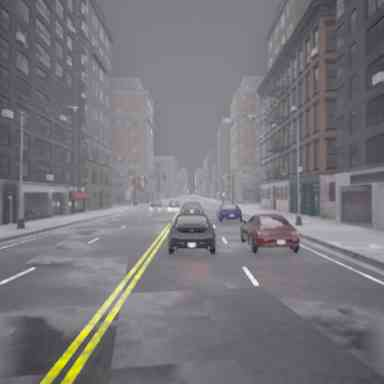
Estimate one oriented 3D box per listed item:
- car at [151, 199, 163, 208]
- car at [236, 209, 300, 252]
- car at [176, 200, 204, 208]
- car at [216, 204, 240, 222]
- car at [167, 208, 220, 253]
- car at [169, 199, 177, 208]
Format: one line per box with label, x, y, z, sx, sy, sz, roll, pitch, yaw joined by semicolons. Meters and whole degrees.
car;-6.514;2.117;61.425;1.837;1.490;4.892;0;-1;0
car;3.253;1.668;14.397;1.812;1.442;4.674;0;0;0
car;-0.003;1.637;29.070;2.097;1.767;4.553;0;-1;0
car;3.251;1.768;29.474;1.882;1.535;5.008;0;0;0
car;0.001;1.649;14.291;1.837;1.490;4.892;0;0;0
car;-3.264;2.098;61.432;2.128;1.511;4.902;0;-1;0
